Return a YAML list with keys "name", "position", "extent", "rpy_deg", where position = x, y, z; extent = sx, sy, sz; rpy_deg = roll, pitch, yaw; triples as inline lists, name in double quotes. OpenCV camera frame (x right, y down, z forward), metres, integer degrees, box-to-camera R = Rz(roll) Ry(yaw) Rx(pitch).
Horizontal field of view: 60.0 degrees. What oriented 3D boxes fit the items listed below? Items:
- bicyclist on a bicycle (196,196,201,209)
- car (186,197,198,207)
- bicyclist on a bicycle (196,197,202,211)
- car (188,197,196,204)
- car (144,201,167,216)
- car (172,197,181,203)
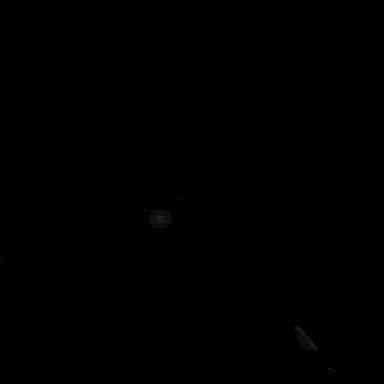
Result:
- name: "bicyclist on a bicycle"
  position: [0.955, 1.549, 48.684]
  extent: [0.659, 1.776, 1.843]
  rpy_deg: [0, 0, 0]
- name: "car"
  position: [0.020, 1.741, 56.795]
  extent: [1.837, 1.490, 4.892]
  rpy_deg: [0, 0, 0]
- name: "bicyclist on a bicycle"
  position: [0.956, 1.507, 40.839]
  extent: [0.659, 1.776, 1.843]
  rpy_deg: [0, 0, 0]
- name: "car"
  position: [-0.011, 1.906, 75.031]
  extent: [1.882, 1.535, 5.008]
  rpy_deg: [0, -1, 0]
- name: "car"
  position: [-3.603, 1.645, 33.592]
  extent: [2.033, 1.411, 5.357]
  rpy_deg: [0, 0, 0]
- name: "car"
  position: [-3.510, 1.782, 75.493]
  extent: [1.882, 1.535, 5.008]
  rpy_deg: [0, -1, 0]
